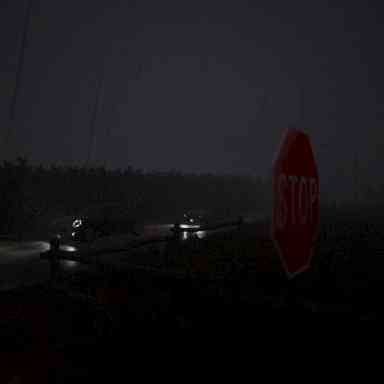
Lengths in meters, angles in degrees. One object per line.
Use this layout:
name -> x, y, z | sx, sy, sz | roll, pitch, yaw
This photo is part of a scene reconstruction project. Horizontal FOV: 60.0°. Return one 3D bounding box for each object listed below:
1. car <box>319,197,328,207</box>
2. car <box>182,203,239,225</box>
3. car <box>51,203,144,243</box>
car -> 16.778, 1.334, 45.547 | 2.033, 1.411, 5.357 | 0, 1, -1
car -> 1.529, 1.539, 24.662 | 2.033, 1.411, 5.357 | 0, 0, 36
car -> -4.484, 1.351, 16.270 | 2.097, 1.767, 4.553 | 0, 0, 36
